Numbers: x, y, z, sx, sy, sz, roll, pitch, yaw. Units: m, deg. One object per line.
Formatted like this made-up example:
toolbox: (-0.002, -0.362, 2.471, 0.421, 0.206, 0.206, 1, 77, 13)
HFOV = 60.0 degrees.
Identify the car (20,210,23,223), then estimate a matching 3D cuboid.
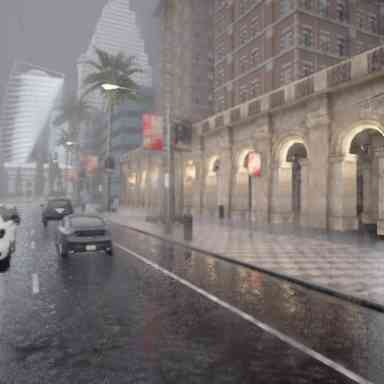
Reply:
car: (-14.183, 1.780, 25.563, 2.128, 1.511, 4.902, 0, -1, -26)

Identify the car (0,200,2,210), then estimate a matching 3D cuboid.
car: (-33.217, 2.116, 55.768, 2.128, 1.511, 4.902, 0, -1, -26)

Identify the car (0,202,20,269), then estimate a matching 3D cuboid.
car: (-7.242, 1.351, 11.220, 2.150, 2.045, 5.566, 0, 0, -26)

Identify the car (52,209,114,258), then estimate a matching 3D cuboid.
car: (-4.499, 1.664, 13.605, 1.837, 1.490, 4.892, 0, 0, -25)

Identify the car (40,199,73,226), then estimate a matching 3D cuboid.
car: (-10.644, 1.525, 26.285, 2.150, 2.045, 5.566, 0, 0, -26)
